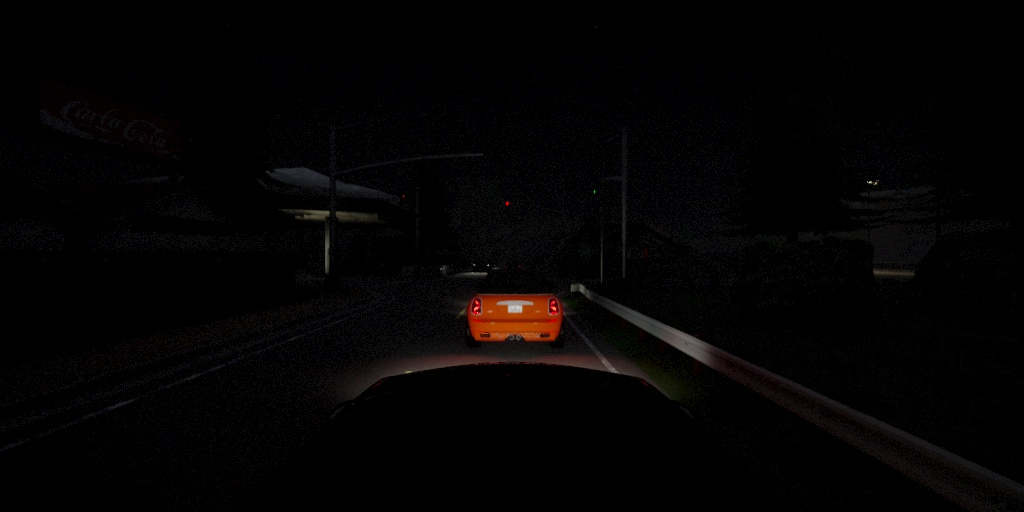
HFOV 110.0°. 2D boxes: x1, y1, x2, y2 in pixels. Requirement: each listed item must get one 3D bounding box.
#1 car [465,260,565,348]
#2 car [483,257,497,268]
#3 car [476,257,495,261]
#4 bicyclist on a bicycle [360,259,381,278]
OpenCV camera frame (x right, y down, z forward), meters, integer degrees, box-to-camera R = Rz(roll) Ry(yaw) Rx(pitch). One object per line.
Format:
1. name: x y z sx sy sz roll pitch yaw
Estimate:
1. car: 0.078 1.092 9.383 2.097 1.767 4.553 0 0 0
2. car: -3.545 1.028 58.660 2.097 1.767 4.553 0 0 0
3. car: -3.572 1.049 43.011 2.097 1.767 4.553 0 0 0
4. bicyclist on a bicycle: -11.758 1.060 29.869 1.656 1.620 0.582 1 -3 -19
